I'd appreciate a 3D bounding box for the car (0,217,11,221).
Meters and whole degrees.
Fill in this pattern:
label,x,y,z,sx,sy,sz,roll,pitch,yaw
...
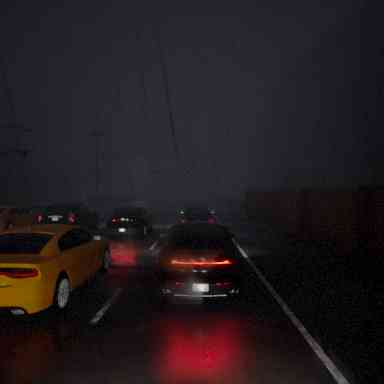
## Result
label,x,y,z,sx,sy,sz,roll,pitch,yaw
car,-6.812,1.564,8.442,1.994,1.385,4.181,0,0,0

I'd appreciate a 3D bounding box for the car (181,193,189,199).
label,x,y,z,sx,sy,sz,roll,pitch,yaw
car,-2.118,1.046,95.079,2.097,1.767,4.553,0,1,1

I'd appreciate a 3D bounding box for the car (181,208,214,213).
label,x,y,z,sx,sy,sz,roll,pitch,yaw
car,0.305,1.564,18.632,1.994,1.385,4.181,0,0,1

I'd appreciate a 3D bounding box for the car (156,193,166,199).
label,x,y,z,sx,sy,sz,roll,pitch,yaw
car,-9.125,1.170,94.839,1.882,1.535,5.008,0,1,1

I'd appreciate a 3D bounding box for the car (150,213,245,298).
label,x,y,z,sx,sy,sz,roll,pitch,yaw
car,0.186,1.505,8.515,1.837,1.490,4.892,0,0,1

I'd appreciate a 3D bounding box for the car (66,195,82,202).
label,x,y,z,sx,sy,sz,roll,pitch,yaw
car,-27.001,1.467,76.255,1.994,1.385,4.181,0,0,1

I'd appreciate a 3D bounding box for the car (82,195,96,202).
label,x,y,z,sx,sy,sz,roll,pitch,yaw
car,-23.505,1.469,76.020,1.994,1.385,4.181,0,0,1

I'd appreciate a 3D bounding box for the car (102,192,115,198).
label,x,y,z,sx,sy,sz,roll,pitch,yaw
car,-20.005,1.141,75.983,2.150,2.045,5.566,0,0,1

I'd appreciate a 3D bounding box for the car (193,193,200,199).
label,x,y,z,sx,sy,sz,roll,pitch,yaw
car,1.382,1.242,95.041,1.994,1.385,4.181,0,1,1

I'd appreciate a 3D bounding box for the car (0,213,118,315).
label,x,y,z,sx,sy,sz,roll,pitch,yaw
car,-3.324,1.478,7.691,1.882,1.535,5.008,0,0,1

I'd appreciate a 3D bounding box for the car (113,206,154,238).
label,x,y,z,sx,sy,sz,roll,pitch,yaw
car,-3.203,1.505,17.770,1.837,1.490,4.892,0,0,0

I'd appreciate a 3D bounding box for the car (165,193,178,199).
label,x,y,z,sx,sy,sz,roll,pitch,yaw
car,-5.625,1.217,94.765,2.128,1.511,4.902,0,1,1

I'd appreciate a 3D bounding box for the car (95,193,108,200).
label,x,y,z,sx,sy,sz,roll,pitch,yaw
car,-23.303,1.174,86.083,2.097,1.767,4.553,0,1,1

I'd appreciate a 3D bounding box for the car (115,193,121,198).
label,x,y,z,sx,sy,sz,roll,pitch,yaw
car,-19.801,1.172,86.175,2.097,1.767,4.553,0,1,1

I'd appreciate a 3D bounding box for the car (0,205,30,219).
label,x,y,z,sx,sy,sz,roll,pitch,yaw
car,-10.199,1.478,18.474,1.882,1.535,5.008,0,0,1

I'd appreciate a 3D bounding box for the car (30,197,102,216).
label,x,y,z,sx,sy,sz,roll,pitch,yaw
car,-6.698,1.352,18.462,2.097,1.767,4.553,0,0,1

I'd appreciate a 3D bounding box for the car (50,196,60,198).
label,x,y,z,sx,sy,sz,roll,pitch,yaw
car,-27.199,1.528,66.193,1.994,1.385,4.181,0,0,1

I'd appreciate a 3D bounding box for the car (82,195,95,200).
label,x,y,z,sx,sy,sz,roll,pitch,yaw
car,-26.799,1.411,86.344,1.895,1.301,4.718,0,1,1

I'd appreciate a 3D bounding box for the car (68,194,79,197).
label,x,y,z,sx,sy,sz,roll,pitch,yaw
car,-23.699,1.330,66.162,2.097,1.767,4.553,0,0,1

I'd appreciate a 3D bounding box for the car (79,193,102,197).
label,x,y,z,sx,sy,sz,roll,pitch,yaw
car,-20.200,1.311,66.102,2.097,1.767,4.553,0,0,1
